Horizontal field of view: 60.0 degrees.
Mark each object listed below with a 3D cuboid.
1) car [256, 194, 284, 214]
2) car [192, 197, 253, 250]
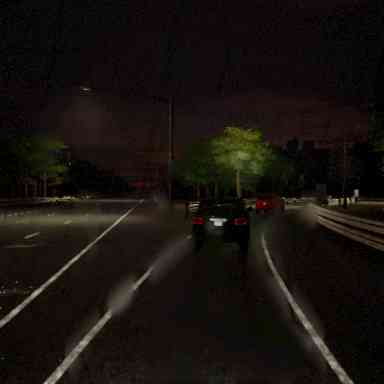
[{"bbox_3d":[8.555,1.274,36.239,2.150,2.045,5.566,0,0,26],"label":"car"},{"bbox_3d":[1.442,1.236,14.616,2.150,2.045,5.566,0,0,11],"label":"car"}]
